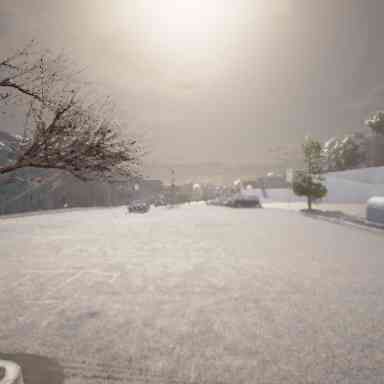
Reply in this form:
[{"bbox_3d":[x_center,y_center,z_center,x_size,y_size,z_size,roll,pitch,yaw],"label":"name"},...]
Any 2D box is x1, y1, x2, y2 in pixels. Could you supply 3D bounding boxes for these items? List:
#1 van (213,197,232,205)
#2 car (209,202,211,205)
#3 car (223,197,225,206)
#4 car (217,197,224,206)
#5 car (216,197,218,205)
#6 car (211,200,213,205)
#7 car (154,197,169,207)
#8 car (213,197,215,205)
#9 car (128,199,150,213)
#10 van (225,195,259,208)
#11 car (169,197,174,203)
[{"bbox_3d":[7.896,2.467,86.499,4.442,1.987,1.878,2,-2,-20],"label":"van"},{"bbox_3d":[8.031,2.347,83.579,5.566,2.045,2.435,1,-2,-20],"label":"car"},{"bbox_3d":[8.023,1.791,53.791,4.674,1.452,2.002,1,-2,-20],"label":"car"},{"bbox_3d":[7.850,1.911,59.677,5.366,1.575,1.946,1,-1,-20],"label":"car"},{"bbox_3d":[8.048,2.045,68.687,4.553,1.767,2.185,1,-1,-20],"label":"car"},{"bbox_3d":[8.011,2.508,80.581,5.008,1.535,2.097,1,-2,-20],"label":"car"},{"bbox_3d":[-5.924,2.065,62.358,1.994,1.385,4.181,0,-1,0],"label":"car"},{"bbox_3d":[8.184,2.338,74.698,5.366,1.575,1.946,1,-2,-20],"label":"car"},{"bbox_3d":[-5.896,1.529,37.345,1.994,1.385,4.181,-1,1,0],"label":"car"},{"bbox_3d":[7.924,1.439,50.775,4.442,1.987,1.878,1,-1,-20],"label":"van"},{"bbox_3d":[-5.958,2.254,86.651,2.150,2.045,5.566,0,-2,0],"label":"car"}]
